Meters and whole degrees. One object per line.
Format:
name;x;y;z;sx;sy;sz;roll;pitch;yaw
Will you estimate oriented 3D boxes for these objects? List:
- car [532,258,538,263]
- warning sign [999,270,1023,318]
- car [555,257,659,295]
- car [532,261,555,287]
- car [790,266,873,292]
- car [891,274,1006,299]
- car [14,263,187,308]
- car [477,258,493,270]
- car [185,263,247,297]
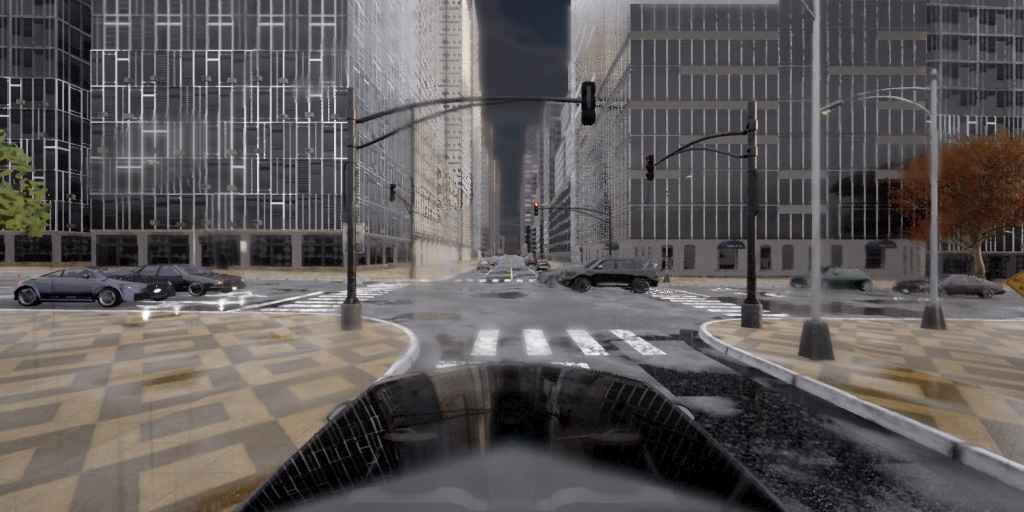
car;3.925;1.329;45.698;1.948;1.339;4.313;0;0;0
warning sign;17.274;1.204;11.896;1.060;1.860;1.300;0;0;-3
car;5.587;1.076;20.800;5.566;2.045;2.150;1;0;-3
car;4.088;1.269;23.997;4.902;1.511;2.128;0;0;-3
car;22.003;1.521;24.828;4.553;1.767;2.097;1;0;-3
car;26.465;1.798;21.782;5.357;1.411;2.033;1;0;-3
car;-15.079;1.063;13.147;4.181;1.385;1.994;1;0;-3
car;-4.028;1.343;51.190;1.802;1.307;4.207;0;0;0
car;-15.353;1.040;16.422;5.357;1.411;2.033;1;0;0
